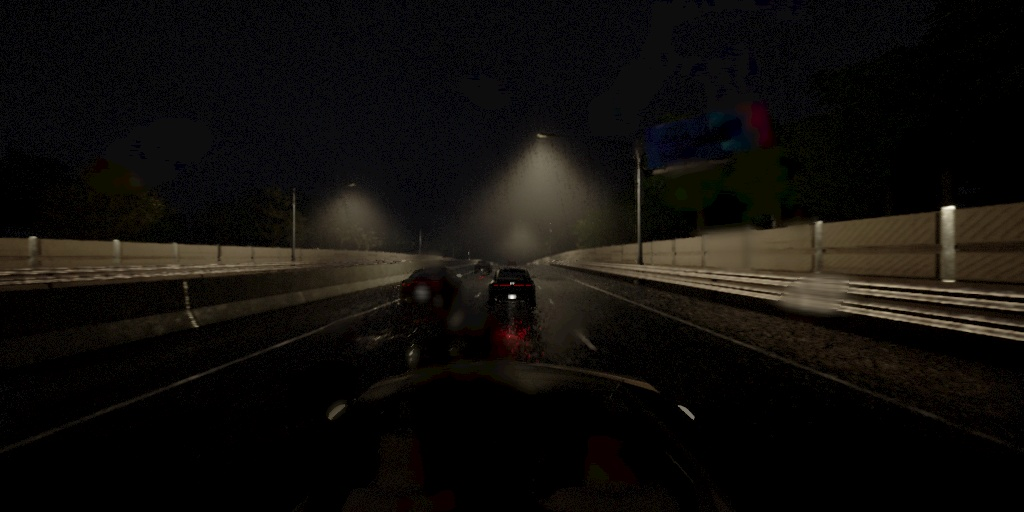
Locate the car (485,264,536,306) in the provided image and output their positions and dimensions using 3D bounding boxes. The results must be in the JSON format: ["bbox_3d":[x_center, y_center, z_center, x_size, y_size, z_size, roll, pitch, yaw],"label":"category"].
[{"bbox_3d":[0.008,1.275,15.797,1.837,1.490,4.892,0,0,0],"label":"car"}]

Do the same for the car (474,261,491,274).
[{"bbox_3d":[-3.373,1.308,42.639,1.837,1.490,4.892,0,0,0],"label":"car"}]

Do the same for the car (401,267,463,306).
[{"bbox_3d":[-3.390,1.248,15.986,1.882,1.535,5.008,0,0,0],"label":"car"}]
